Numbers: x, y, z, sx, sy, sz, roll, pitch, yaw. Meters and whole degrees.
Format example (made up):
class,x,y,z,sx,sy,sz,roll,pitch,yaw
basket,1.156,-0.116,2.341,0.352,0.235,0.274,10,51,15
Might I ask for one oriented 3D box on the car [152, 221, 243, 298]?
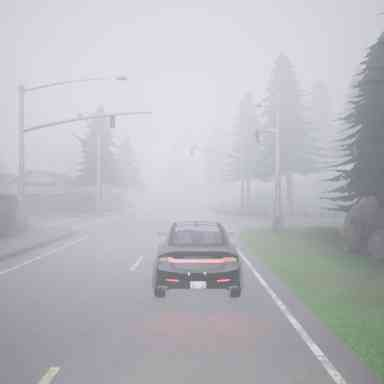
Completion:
class,x,y,z,sx,sy,sz,roll,pitch,yaw
car,0.118,1.490,8.516,2.128,1.511,4.902,0,0,0
